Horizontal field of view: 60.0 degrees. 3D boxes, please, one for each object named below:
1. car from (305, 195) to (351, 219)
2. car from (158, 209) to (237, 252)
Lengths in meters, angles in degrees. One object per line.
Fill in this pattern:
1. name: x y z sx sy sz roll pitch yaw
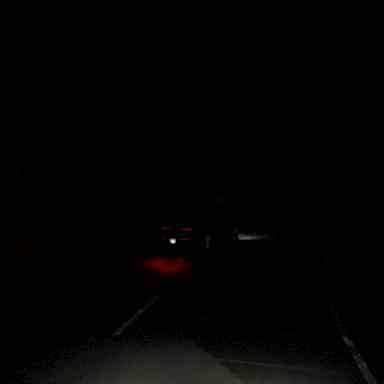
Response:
1. car: 12.523 1.455 30.169 2.097 1.767 4.553 1 0 44
2. car: 0.403 1.503 14.014 1.837 1.490 4.892 0 0 26
